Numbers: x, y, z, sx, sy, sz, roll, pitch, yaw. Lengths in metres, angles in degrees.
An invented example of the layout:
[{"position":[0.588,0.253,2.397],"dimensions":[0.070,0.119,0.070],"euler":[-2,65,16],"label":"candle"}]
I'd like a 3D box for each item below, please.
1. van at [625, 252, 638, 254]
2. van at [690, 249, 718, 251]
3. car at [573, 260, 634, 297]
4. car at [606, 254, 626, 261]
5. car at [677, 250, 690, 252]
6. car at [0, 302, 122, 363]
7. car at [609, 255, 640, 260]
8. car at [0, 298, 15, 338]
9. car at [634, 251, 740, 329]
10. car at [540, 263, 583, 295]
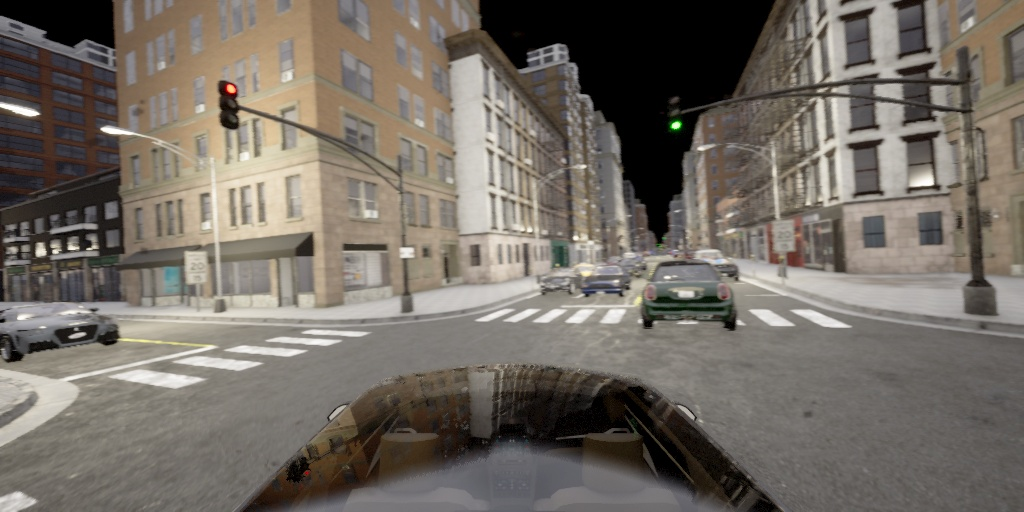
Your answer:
[{"position":[19.507,0.396,59.385],"dimensions":[1.690,1.789,3.998],"euler":[0,0,23],"label":"van"},{"position":[14.405,0.447,26.352],"dimensions":[1.690,1.789,3.998],"euler":[0,0,23],"label":"van"},{"position":[4.831,1.143,17.841],"dimensions":[2.033,1.411,5.357],"euler":[-3,0,24],"label":"car"},{"position":[11.171,0.829,39.435],"dimensions":[1.967,1.591,4.097],"euler":[0,0,23],"label":"car"},{"position":[20.675,0.169,41.308],"dimensions":[2.192,1.841,5.009],"euler":[0,0,23],"label":"car"},{"position":[-13.684,2.085,10.530],"dimensions":[4.181,1.385,1.994],"euler":[-3,0,23],"label":"car"},{"position":[8.825,0.939,27.331],"dimensions":[1.837,1.490,4.892],"euler":[-3,0,23],"label":"car"},{"position":[-21.723,2.489,13.896],"dimensions":[4.674,1.442,1.812],"euler":[-3,0,22],"label":"car"},{"position":[4.910,0.887,10.382],"dimensions":[2.097,1.767,4.553],"euler":[-3,0,23],"label":"car"},{"position":[2.835,1.274,19.484],"dimensions":[2.007,1.370,4.403],"euler":[0,0,23],"label":"car"}]
